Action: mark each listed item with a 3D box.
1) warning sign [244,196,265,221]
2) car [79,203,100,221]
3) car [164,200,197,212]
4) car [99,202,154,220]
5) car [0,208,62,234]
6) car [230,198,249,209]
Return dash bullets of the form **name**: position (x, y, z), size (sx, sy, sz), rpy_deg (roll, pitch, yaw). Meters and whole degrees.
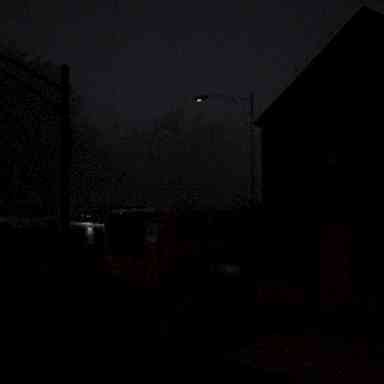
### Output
- **warning sign**: position (4.820, 1.249, 25.610), size (1.300, 1.860, 1.060), rpy_deg (0, 0, 35)
- **car**: position (-7.788, 1.703, 29.795), size (1.837, 1.490, 4.892), rpy_deg (0, 0, 36)
- **car**: position (-1.285, 1.725, 38.920), size (2.128, 1.511, 4.902), rpy_deg (0, 0, 36)
- **car**: position (-5.116, 1.705, 27.947), size (1.812, 1.442, 4.674), rpy_deg (0, 0, 36)
- **car**: position (-10.423, 1.748, 20.476), size (1.895, 1.301, 4.718), rpy_deg (0, 0, 35)
- **car**: position (7.640, 1.724, 51.308), size (1.812, 1.442, 4.674), rpy_deg (0, 0, 35)
